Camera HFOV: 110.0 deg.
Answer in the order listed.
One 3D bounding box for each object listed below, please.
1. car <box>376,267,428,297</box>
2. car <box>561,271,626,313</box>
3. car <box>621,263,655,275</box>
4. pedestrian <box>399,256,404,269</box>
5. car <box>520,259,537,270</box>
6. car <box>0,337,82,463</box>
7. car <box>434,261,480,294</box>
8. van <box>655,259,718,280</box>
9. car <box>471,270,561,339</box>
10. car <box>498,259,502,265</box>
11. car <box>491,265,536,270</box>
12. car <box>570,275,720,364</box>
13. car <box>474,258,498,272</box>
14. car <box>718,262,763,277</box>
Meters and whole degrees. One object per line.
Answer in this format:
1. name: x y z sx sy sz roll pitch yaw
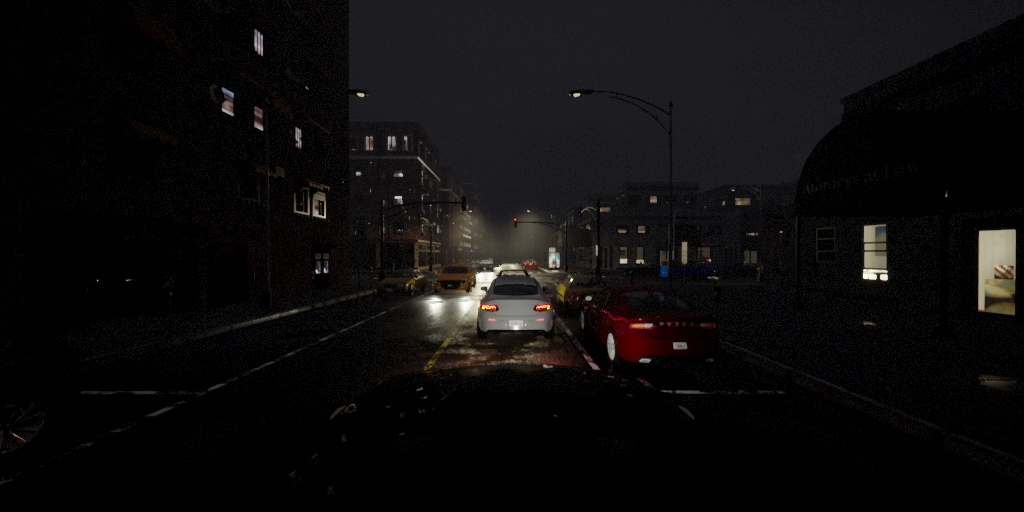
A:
1. car: -5.725 1.277 19.150 1.751 1.417 4.829 0 0 0
2. car: 2.667 1.276 13.805 1.751 1.417 4.829 0 0 0
3. car: 13.424 1.380 35.902 4.718 1.301 1.895 0 0 -1
4. pedestrian: -12.707 0.829 41.188 0.375 1.860 0.375 0 0 -1
5. car: 2.594 1.211 51.803 1.967 1.591 4.097 0 0 0
6. car: -5.692 1.316 2.231 1.948 1.339 4.313 0 0 0
7. car: -3.137 1.230 20.611 1.882 1.535 5.008 0 0 0
8. van: 14.601 1.163 30.125 3.998 1.789 1.690 0 0 -1
9. car: 0.084 1.276 9.952 1.812 1.442 4.674 0 0 0
10. car: -3.194 1.333 62.619 2.033 1.411 5.357 0 0 0
11. car: 0.077 1.353 19.063 1.895 1.301 4.718 0 0 0
12. car: 2.678 1.295 7.938 1.888 1.381 4.507 0 0 0
13. car: -3.181 1.251 44.750 2.128 1.511 4.902 0 0 0
14. car: 22.343 1.367 35.982 4.181 1.385 1.994 0 0 0
